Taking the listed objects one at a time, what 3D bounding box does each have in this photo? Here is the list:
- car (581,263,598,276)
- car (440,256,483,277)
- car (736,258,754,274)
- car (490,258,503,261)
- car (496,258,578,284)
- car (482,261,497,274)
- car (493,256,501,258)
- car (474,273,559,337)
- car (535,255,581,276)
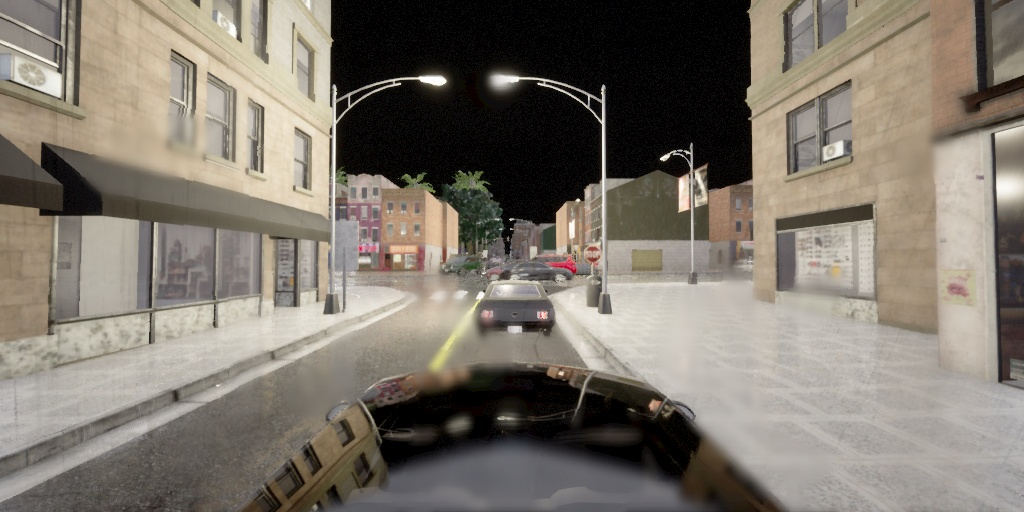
[{"bbox_3d":[6.021,1.319,34.014,4.181,1.385,1.994,-1,-1,-1],"label":"car"},{"bbox_3d":[-4.932,1.005,36.275,2.150,2.045,5.566,-1,-1,24],"label":"car"},{"bbox_3d":[24.575,0.741,34.234,5.566,2.045,2.150,-1,-1,-1],"label":"car"},{"bbox_3d":[-2.652,1.308,51.104,1.895,1.301,4.718,0,0,0],"label":"car"},{"bbox_3d":[1.603,1.096,24.015,4.892,1.490,1.837,-1,-1,-1],"label":"car"},{"bbox_3d":[0.089,1.242,27.245,4.181,1.385,1.994,-1,-1,-1],"label":"car"},{"bbox_3d":[-2.644,1.170,62.714,1.882,1.535,5.008,0,0,0],"label":"car"},{"bbox_3d":[0.091,1.350,10.228,1.895,1.301,4.718,0,0,0],"label":"car"},{"bbox_3d":[2.716,0.945,30.727,5.566,2.045,2.150,-1,-1,-1],"label":"car"}]
